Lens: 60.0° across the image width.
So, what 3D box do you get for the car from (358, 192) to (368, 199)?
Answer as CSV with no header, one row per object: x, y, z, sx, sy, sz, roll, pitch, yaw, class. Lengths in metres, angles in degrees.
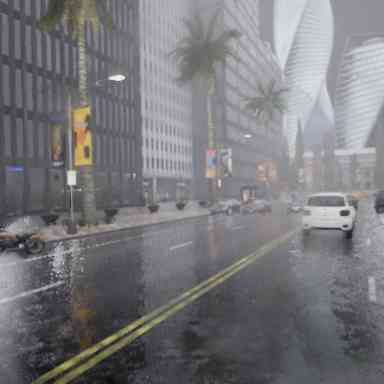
32.434,0.728,64.990,5.008,1.535,1.882,-1,0,-37,car

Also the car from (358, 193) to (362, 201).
15.109,1.140,32.486,2.128,1.511,4.902,-1,0,27,car

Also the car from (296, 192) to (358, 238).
7.029,1.056,16.886,2.150,2.045,5.566,-1,0,27,car

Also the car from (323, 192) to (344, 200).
28.149,0.818,66.030,5.008,1.535,1.882,-1,0,-41,car

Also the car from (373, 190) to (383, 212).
18.418,0.801,31.277,2.150,2.045,5.566,-1,0,27,car

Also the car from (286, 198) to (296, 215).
10.023,1.251,30.695,2.128,1.511,4.902,-1,0,27,car

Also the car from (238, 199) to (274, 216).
6.148,1.367,30.821,1.812,1.442,4.674,-1,0,27,car

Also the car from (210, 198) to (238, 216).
3.329,1.382,31.884,2.231,1.521,4.892,-1,0,27,car
